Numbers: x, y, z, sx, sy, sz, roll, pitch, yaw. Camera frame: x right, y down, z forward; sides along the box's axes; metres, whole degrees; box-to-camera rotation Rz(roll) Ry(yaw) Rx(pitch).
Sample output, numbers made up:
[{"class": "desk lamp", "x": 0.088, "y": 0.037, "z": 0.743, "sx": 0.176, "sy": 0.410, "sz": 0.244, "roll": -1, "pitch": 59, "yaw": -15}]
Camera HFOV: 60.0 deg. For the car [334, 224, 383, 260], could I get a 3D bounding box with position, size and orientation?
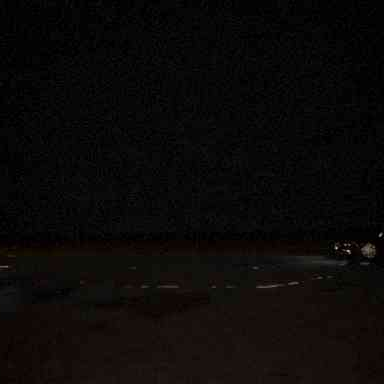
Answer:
[{"class": "car", "x": 8.524, "y": 2.034, "z": 13.865, "sx": 4.892, "sy": 1.490, "sz": 1.837, "roll": -2, "pitch": -6, "yaw": 6}]
